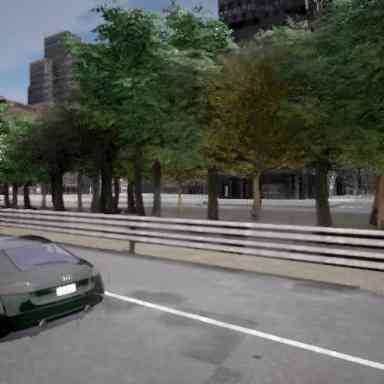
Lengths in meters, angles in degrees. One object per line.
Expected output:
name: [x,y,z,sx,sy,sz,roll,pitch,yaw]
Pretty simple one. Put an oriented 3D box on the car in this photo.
car: [-3.683,1.564,6.588,4.181,1.385,1.994,0,0,35]
